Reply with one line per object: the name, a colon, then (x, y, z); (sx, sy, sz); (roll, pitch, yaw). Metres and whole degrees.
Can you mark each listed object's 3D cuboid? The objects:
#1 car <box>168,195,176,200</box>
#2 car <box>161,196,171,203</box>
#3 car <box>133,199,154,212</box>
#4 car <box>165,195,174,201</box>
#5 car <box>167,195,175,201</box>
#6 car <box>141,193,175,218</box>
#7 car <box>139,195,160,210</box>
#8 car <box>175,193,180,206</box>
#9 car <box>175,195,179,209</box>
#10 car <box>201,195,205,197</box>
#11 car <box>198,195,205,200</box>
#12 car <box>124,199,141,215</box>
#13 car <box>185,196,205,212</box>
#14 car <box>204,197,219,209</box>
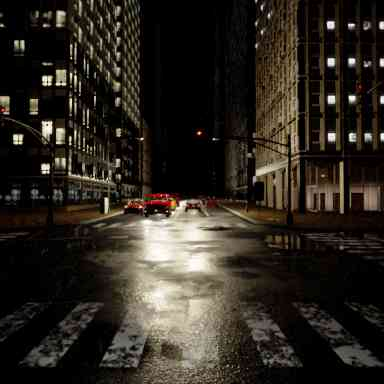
car: (-5.579, 1.605, 95.083); (1.947, 1.339, 4.313); (1, 0, 0)
car: (-5.602, 1.573, 72.782); (1.887, 1.381, 4.507); (1, 0, 0)
car: (-5.637, 1.597, 39.332); (1.802, 1.307, 4.206); (1, 0, 0)
car: (-5.590, 1.578, 83.933); (1.887, 1.381, 4.507); (1, 0, 0)
car: (-5.585, 1.587, 89.508); (2.008, 1.369, 4.403); (1, 0, 0)
car: (-3.062, 1.233, 31.086); (2.150, 2.045, 5.566); (0, 0, 0)
car: (-5.626, 1.332, 44.907); (2.192, 1.841, 5.009); (1, 0, 0)
car: (-3.038, 1.241, 52.012); (2.150, 2.045, 5.566); (0, 0, 0)
car: (-3.056, 1.493, 41.514); (1.882, 1.535, 5.008); (0, 0, 0)
car: (2.762, 1.547, 56.286); (1.752, 1.417, 4.829); (1, 0, 0)
car: (2.802, 1.584, 95.156); (1.887, 1.381, 4.507); (1, 0, 0)
car: (-5.640, 1.453, 33.756); (1.967, 1.590, 4.097); (1, 0, 0)
car: (0.139, 1.562, 39.591); (2.033, 1.411, 5.357); (0, 0, 0)
car: (2.749, 1.599, 44.960); (1.802, 1.307, 4.206); (1, 0, 0)
